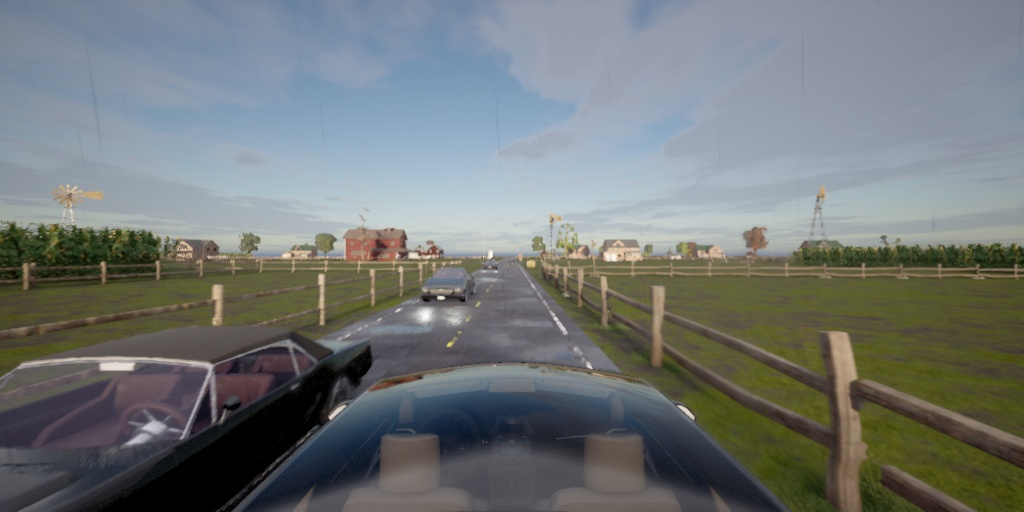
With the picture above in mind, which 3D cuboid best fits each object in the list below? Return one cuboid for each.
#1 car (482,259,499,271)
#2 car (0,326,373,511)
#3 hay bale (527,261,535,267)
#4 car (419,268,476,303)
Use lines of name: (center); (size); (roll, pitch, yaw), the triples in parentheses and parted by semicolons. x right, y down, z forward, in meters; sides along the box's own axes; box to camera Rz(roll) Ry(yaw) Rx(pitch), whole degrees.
car: (-2.817, 1.150, 47.496); (1.837, 1.490, 4.892); (0, 0, 0)
car: (-2.846, 1.349, 2.717); (1.895, 1.301, 4.718); (0, 0, 0)
hay bale: (3.132, 1.269, 58.861); (1.220, 1.180, 1.240); (0, 0, 0)
car: (-2.787, 1.265, 16.810); (2.033, 1.411, 5.357); (0, 0, 1)
